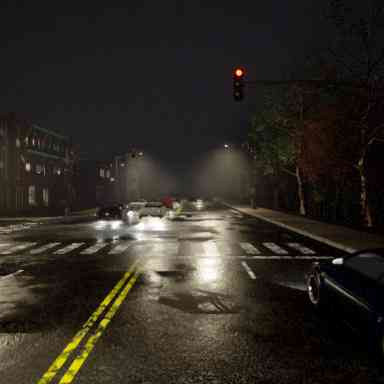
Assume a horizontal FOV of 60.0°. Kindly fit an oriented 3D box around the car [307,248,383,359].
[{"bbox_3d":[3.337,1.563,5.254,1.994,1.385,4.181,0,0,1],"label":"car"}]

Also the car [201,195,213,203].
[{"bbox_3d":[3.337,1.467,68.349,2.128,1.511,4.902,0,0,0],"label":"car"}]

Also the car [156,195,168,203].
[{"bbox_3d":[-6.515,1.484,72.387,2.128,1.511,4.902,0,0,0],"label":"car"}]

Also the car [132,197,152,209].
[{"bbox_3d":[-6.609,1.588,41.503,1.895,1.301,4.718,0,0,0],"label":"car"}]

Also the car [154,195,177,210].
[{"bbox_3d":[-3.348,1.464,42.476,1.882,1.535,5.008,0,0,0],"label":"car"}]

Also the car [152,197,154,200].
[{"bbox_3d":[-6.597,1.545,56.783,1.994,1.385,4.181,0,0,0],"label":"car"}]

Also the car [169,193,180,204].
[{"bbox_3d":[-3.332,1.202,62.165,2.150,2.045,5.566,0,0,0],"label":"car"}]

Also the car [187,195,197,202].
[{"bbox_3d":[-0.017,1.494,79.758,2.128,1.511,4.902,0,0,0],"label":"car"}]

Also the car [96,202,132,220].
[{"bbox_3d":[-6.606,1.558,27.836,1.994,1.385,4.181,0,0,0],"label":"car"}]

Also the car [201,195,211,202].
[{"bbox_3d":[3.231,1.509,78.533,2.033,1.411,5.357,0,0,0],"label":"car"}]

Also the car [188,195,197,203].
[{"bbox_3d":[0.086,1.500,69.677,1.812,1.442,4.674,0,0,0],"label":"car"}]

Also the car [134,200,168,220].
[{"bbox_3d":[-3.356,1.594,28.372,1.895,1.301,4.718,0,0,0],"label":"car"}]
